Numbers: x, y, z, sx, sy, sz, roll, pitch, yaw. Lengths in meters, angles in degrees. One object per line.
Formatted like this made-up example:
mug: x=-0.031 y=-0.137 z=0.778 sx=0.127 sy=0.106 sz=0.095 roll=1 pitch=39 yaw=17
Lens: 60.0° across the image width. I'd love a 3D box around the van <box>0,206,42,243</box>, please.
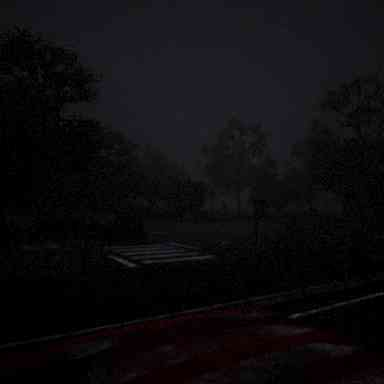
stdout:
van: x=-10.149 y=1.822 z=19.366 sx=1.878 sy=1.987 sz=4.442 roll=5 pitch=-3 yaw=-35
